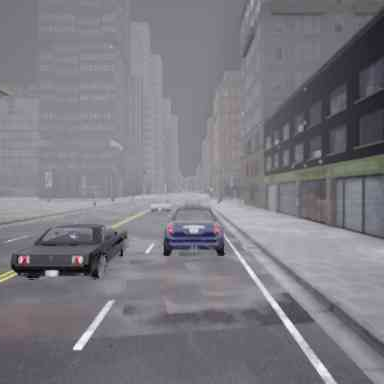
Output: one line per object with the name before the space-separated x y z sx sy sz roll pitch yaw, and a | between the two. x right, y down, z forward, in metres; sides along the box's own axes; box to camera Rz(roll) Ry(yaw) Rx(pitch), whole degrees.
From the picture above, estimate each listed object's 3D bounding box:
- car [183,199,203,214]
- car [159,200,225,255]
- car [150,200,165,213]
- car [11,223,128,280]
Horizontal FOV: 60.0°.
car | 0.086 1.451 34.634 1.895 1.301 4.718 0 0 0
car | 0.074 1.294 13.129 2.097 1.767 4.553 0 0 0
car | -3.164 1.450 34.968 1.895 1.301 4.718 0 0 0
car | -3.175 1.558 9.789 1.895 1.301 4.718 0 0 0
